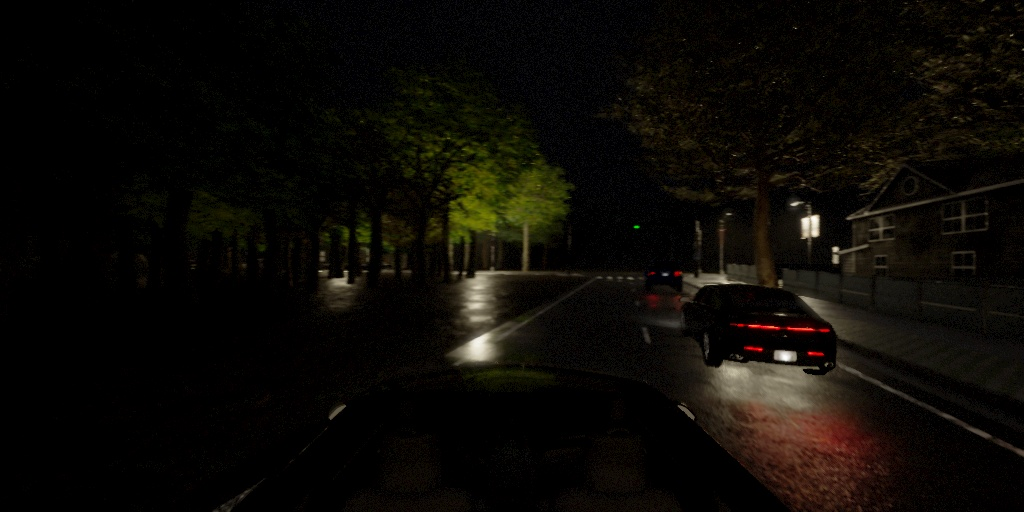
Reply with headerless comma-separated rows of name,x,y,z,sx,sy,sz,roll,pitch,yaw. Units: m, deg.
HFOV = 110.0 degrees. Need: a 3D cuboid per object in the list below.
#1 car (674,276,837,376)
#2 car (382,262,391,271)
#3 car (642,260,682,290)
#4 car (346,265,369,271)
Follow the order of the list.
car,5.004,1.371,7.936,1.837,1.490,4.892,1,-1,17
car,-22.332,1.772,59.169,4.902,1.511,2.128,0,-2,18
car,10.323,1.278,24.842,2.150,2.045,5.566,1,0,17
car,-23.987,1.793,56.253,4.718,1.301,1.895,0,-2,18
